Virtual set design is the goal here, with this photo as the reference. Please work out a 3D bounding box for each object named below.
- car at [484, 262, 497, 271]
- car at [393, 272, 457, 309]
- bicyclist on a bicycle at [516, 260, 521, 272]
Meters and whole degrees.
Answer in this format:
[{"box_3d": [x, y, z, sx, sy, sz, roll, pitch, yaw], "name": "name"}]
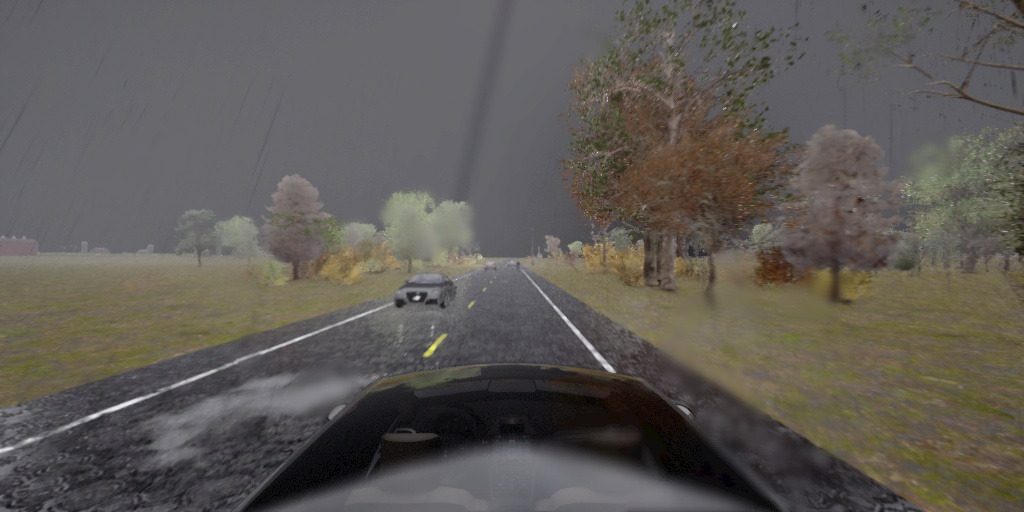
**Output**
[{"box_3d": [-3.540, 1.646, 58.659, 1.812, 1.442, 4.674, 0, 0, 1], "name": "car"}, {"box_3d": [-3.599, 1.406, 15.535, 1.994, 1.385, 4.181, 0, 0, 0], "name": "car"}, {"box_3d": [0.953, 1.445, 51.721, 0.659, 1.776, 1.843, 0, 0, 0], "name": "bicyclist on a bicycle"}]
